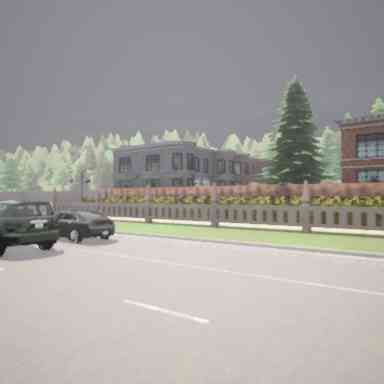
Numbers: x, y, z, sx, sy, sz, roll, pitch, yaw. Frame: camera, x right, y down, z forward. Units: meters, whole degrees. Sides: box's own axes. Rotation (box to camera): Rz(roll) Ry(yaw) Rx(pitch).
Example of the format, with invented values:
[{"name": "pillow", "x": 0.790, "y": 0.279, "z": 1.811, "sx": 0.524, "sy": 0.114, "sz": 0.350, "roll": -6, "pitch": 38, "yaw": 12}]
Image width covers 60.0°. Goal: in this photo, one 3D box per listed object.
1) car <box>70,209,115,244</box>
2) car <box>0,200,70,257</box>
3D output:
[{"name": "car", "x": -5.959, "y": 1.642, "z": 16.717, "sx": 4.892, "sy": 1.490, "sz": 1.837, "roll": 0, "pitch": 0, "yaw": 36}, {"name": "car", "x": -7.759, "y": 1.349, "z": 13.699, "sx": 5.566, "sy": 2.045, "sz": 2.150, "roll": 0, "pitch": 0, "yaw": 36}]
